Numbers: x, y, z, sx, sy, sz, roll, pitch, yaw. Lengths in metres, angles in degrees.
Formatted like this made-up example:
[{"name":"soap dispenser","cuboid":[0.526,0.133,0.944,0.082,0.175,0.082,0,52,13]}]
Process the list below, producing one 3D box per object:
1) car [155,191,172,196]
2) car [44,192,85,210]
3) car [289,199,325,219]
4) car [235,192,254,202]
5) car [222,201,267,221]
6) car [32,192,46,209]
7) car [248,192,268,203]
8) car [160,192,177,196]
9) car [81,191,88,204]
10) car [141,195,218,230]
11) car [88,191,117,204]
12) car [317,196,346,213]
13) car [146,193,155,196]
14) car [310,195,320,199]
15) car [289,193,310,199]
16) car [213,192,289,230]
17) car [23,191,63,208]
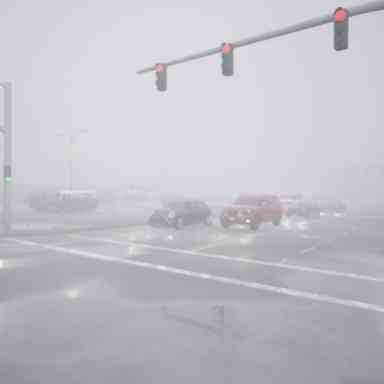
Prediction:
[{"name":"car","cuboid":[-5.742,0.791,75.291,1.905,1.878,3.866,1,0,37]},{"name":"car","cuboid":[-16.213,1.131,42.536,1.970,1.475,3.806,1,0,37]},{"name":"car","cuboid":[9.674,1.545,28.890,1.895,1.301,4.718,1,0,36]},{"name":"car","cuboid":[10.025,0.934,63.609,1.905,1.878,3.866,1,0,37]},{"name":"car","cuboid":[4.438,1.485,27.693,1.994,1.385,4.181,1,0,36]},{"name":"car","cuboid":[-18.535,1.078,44.264,1.784,1.438,3.905,1,0,37]},{"name":"car","cuboid":[12.315,0.953,61.838,1.932,1.855,4.605,1,0,37]},{"name":"car","cuboid":[-2.572,1.164,51.210,1.970,1.475,3.806,1,0,37]},{"name":"car","cuboid":[-18.469,0.988,63.003,1.784,1.438,3.905,1,0,37]},{"name":"car","cuboid":[-0.668,1.278,20.773,2.097,1.767,4.553,1,0,36]},{"name":"car","cuboid":[-16.182,0.798,61.221,1.932,1.855,4.605,1,0,37]},{"name":"car","cuboid":[15.804,1.464,37.161,1.812,1.442,4.674,1,0,36]},{"name":"car","cuboid":[-8.059,1.009,77.029,1.970,1.475,3.806,1,0,37]},{"name":"car","cuboid":[16.353,1.261,43.752,2.097,1.767,4.553,1,0,37]},{"name":"car","cuboid":[10.474,1.137,35.848,2.150,2.045,5.566,1,0,36]},{"name":"car","cuboid":[3.875,1.172,21.035,2.150,2.045,5.566,1,0,36]},{"name":"car","cuboid":[-20.717,0.848,45.824,1.932,1.855,4.605,1,0,37]}]
